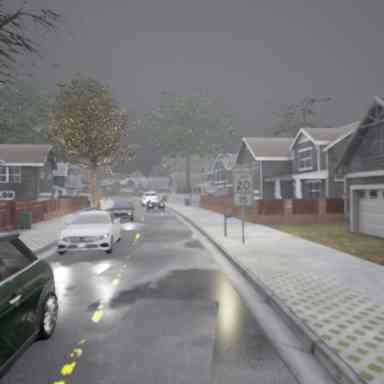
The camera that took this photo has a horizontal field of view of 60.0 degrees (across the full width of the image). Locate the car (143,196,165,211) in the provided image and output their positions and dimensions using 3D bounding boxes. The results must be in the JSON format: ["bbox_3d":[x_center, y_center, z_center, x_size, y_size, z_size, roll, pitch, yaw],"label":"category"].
[{"bbox_3d":[-4.097,1.396,36.799,1.895,1.301,4.718,-1,0,-10],"label":"car"}]

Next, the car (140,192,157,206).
[{"bbox_3d":[-6.013,0.980,46.996,2.150,2.045,5.566,-1,1,-12],"label":"car"}]

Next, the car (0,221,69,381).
[{"bbox_3d":[-3.063,1.360,3.371,2.097,1.767,4.553,-1,0,-4],"label":"car"}]

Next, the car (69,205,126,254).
[{"bbox_3d":[-3.888,1.472,13.281,1.812,1.442,4.674,-1,0,-6],"label":"car"}]

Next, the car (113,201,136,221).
[{"bbox_3d":[-5.329,1.426,25.655,2.033,1.411,5.357,-1,0,-8],"label":"car"}]
